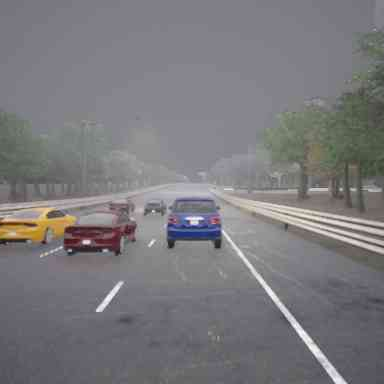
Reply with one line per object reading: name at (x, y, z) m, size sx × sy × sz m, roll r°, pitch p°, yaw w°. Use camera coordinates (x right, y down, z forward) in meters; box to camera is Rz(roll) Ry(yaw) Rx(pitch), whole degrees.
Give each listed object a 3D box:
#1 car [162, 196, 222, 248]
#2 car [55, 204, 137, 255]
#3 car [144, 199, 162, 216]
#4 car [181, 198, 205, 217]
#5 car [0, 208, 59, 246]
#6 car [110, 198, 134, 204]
car at (0.109, 1.199, 14.774) m, size 2.150 × 2.045 × 5.566 m, roll 0°, pitch 0°, yaw 0°
car at (-3.403, 1.459, 13.211) m, size 1.882 × 1.535 × 5.008 m, roll 0°, pitch 0°, yaw 0°
car at (-3.405, 1.419, 31.743) m, size 1.837 × 1.490 × 4.892 m, roll 0°, pitch 0°, yaw 0°
car at (0.094, 1.406, 31.643) m, size 2.128 × 1.511 × 4.902 m, roll 0°, pitch 0°, yaw 0°
car at (-6.902, 1.454, 15.288) m, size 1.882 × 1.535 × 5.008 m, roll 0°, pitch 0°, yaw 0°
car at (-6.908, 1.378, 33.176) m, size 1.882 × 1.535 × 5.008 m, roll 0°, pitch 1°, yaw 0°
